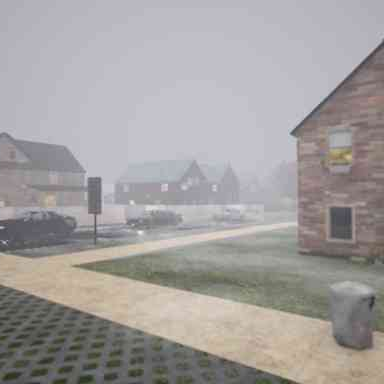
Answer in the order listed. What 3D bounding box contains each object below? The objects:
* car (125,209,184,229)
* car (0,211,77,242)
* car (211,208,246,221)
[{"bbox_3d":[-2.845,2.116,26.793,2.033,1.411,5.357,-1,-2,35],"label":"car"},{"bbox_3d":[-8.739,1.811,18.409,2.128,1.511,4.902,-1,-2,35],"label":"car"},{"bbox_3d":[4.050,2.470,36.570,1.895,1.301,4.718,-1,-2,35],"label":"car"}]
